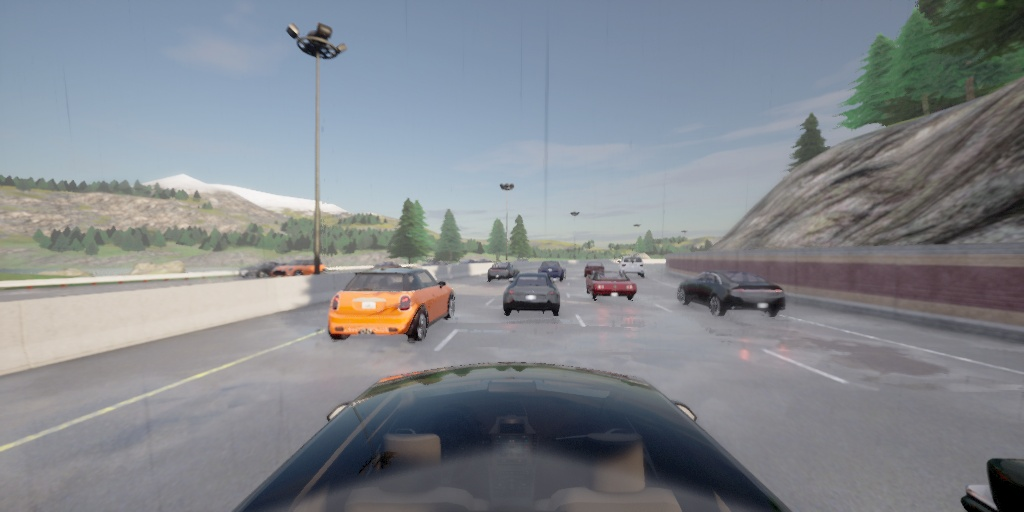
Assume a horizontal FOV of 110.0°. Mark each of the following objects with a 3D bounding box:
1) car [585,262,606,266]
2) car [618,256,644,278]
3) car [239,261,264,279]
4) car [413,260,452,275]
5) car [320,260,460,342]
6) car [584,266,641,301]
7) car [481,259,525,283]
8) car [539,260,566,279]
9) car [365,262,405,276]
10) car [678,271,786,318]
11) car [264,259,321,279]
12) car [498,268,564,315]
[{"bbox_3d":[8.204,1.287,35.398,1.882,1.535,5.008,0,0,15],"label":"car"},{"bbox_3d":[11.931,1.043,35.896,2.150,2.045,5.566,0,0,15],"label":"car"},{"bbox_3d":[-21.511,1.204,31.752,2.128,1.511,4.902,0,0,11],"label":"car"},{"bbox_3d":[-8.805,1.254,40.184,2.128,1.511,4.902,0,0,15],"label":"car"},{"bbox_3d":[-3.013,1.101,9.959,2.097,1.767,4.553,0,0,3],"label":"car"},{"bbox_3d":[4.721,1.382,17.733,1.895,1.301,4.718,0,0,7],"label":"car"},{"bbox_3d":[-0.595,1.266,28.347,2.128,1.511,4.902,0,0,11],"label":"car"},{"bbox_3d":[3.497,1.142,30.788,2.097,1.767,4.553,0,0,12],"label":"car"},{"bbox_3d":[-13.137,1.308,37.354,1.994,1.385,4.181,0,0,14],"label":"car"},{"bbox_3d":[7.762,1.277,13.197,2.128,1.511,4.902,0,0,5],"label":"car"},{"bbox_3d":[-18.137,1.074,30.716,2.097,1.767,4.553,0,0,11],"label":"car"},{"bbox_3d":[0.797,1.328,13.716,1.994,1.385,4.181,0,0,5],"label":"car"}]
